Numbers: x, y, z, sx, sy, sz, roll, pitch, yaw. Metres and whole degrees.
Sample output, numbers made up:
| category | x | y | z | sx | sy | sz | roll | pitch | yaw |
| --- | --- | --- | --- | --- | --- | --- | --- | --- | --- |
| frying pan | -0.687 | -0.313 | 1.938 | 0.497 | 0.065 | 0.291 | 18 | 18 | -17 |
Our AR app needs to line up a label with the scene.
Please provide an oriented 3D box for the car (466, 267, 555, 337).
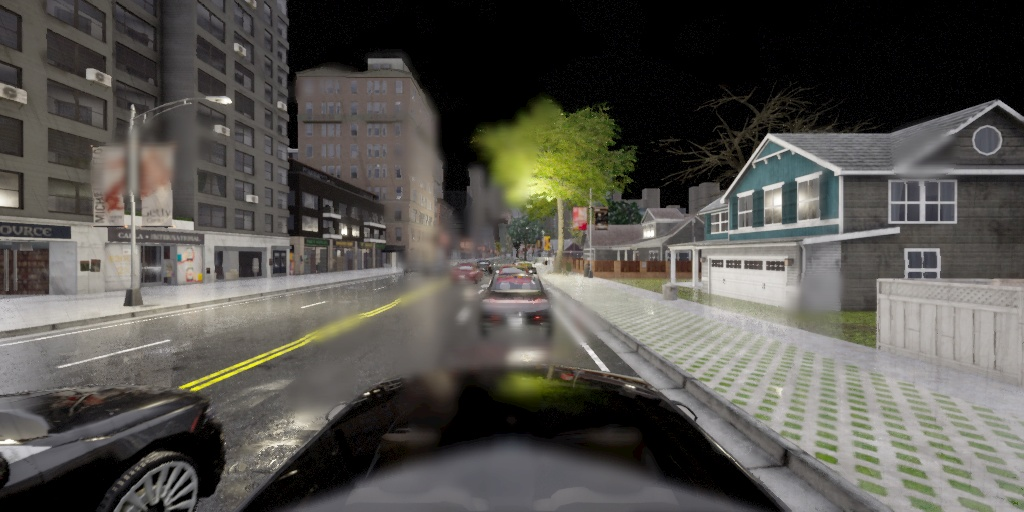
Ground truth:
| category | x | y | z | sx | sy | sz | roll | pitch | yaw |
| --- | --- | --- | --- | --- | --- | --- | --- | --- | --- |
| car | 0.111 | 1.239 | 10.312 | 2.128 | 1.511 | 4.902 | 0 | 0 | 0 |

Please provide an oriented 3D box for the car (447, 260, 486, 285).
| category | x | y | z | sx | sy | sz | roll | pitch | yaw |
| --- | --- | --- | --- | --- | --- | --- | --- | --- | --- |
| car | -3.126 | 1.260 | 25.499 | 1.812 | 1.442 | 4.674 | 0 | 0 | 0 |

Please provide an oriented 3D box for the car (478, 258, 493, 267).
| category | x | y | z | sx | sy | sz | roll | pitch | yaw |
| --- | --- | --- | --- | --- | --- | --- | --- | --- | --- |
| car | -3.111 | 1.240 | 41.082 | 1.812 | 1.442 | 4.674 | 0 | 0 | 0 |

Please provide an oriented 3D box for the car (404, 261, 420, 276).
| category | x | y | z | sx | sy | sz | roll | pitch | yaw |
| --- | --- | --- | --- | --- | --- | --- | --- | --- | --- |
| car | -9.815 | 1.225 | 37.541 | 1.837 | 1.490 | 4.892 | 0 | 0 | 0 |

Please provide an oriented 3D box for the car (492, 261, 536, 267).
| category | x | y | z | sx | sy | sz | roll | pitch | yaw |
| --- | --- | --- | --- | --- | --- | --- | --- | --- | --- |
| car | 0.118 | 1.218 | 19.816 | 1.882 | 1.535 | 5.008 | 0 | 0 | 0 |

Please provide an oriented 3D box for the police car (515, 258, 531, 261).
| category | x | y | z | sx | sy | sz | roll | pitch | yaw |
| --- | --- | --- | --- | --- | --- | --- | --- | --- | --- |
| police car | 1.002 | 1.155 | 29.545 | 1.930 | 1.638 | 5.238 | 0 | 0 | 0 |

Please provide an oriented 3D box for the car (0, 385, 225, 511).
| category | x | y | z | sx | sy | sz | roll | pitch | yaw |
| --- | --- | --- | --- | --- | --- | --- | --- | --- | --- |
| car | -3.148 | 1.241 | 0.787 | 2.128 | 1.511 | 4.902 | 0 | 0 | 0 |

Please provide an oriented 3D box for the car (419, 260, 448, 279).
| category | x | y | z | sx | sy | sz | roll | pitch | yaw |
| --- | --- | --- | --- | --- | --- | --- | --- | --- | --- |
| car | -6.570 | 1.231 | 32.188 | 1.837 | 1.490 | 4.892 | 0 | 0 | 0 |
